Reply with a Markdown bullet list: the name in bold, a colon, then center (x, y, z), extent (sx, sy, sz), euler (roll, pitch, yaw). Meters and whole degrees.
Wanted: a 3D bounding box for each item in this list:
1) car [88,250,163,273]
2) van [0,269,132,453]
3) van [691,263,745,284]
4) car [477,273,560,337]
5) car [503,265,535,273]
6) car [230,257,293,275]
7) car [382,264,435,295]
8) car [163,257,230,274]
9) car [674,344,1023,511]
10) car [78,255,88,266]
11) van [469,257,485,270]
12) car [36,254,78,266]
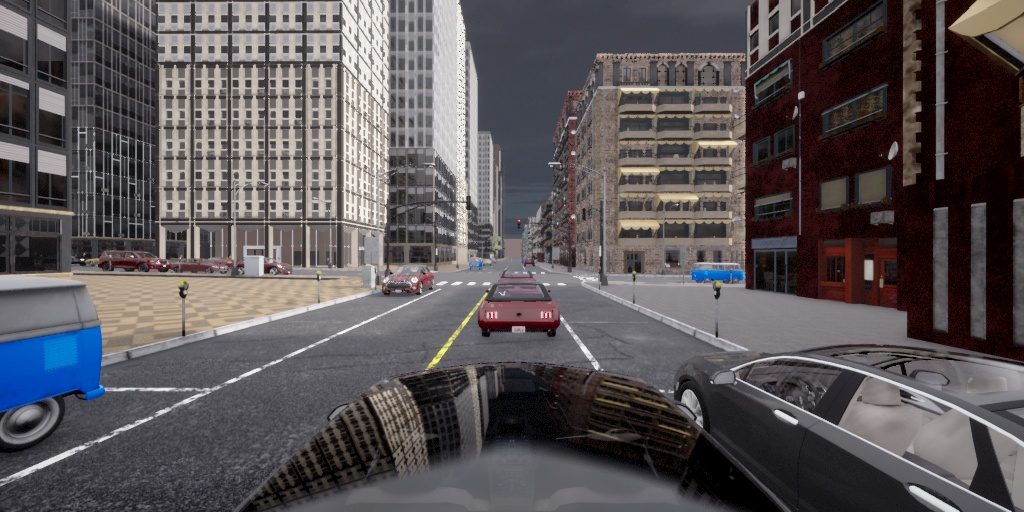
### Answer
- **car**: center (-32.036, 0.482, 30.463), extent (5.009, 1.841, 2.192), euler (0, 0, 0)
- **van**: center (-5.685, 1.091, 2.533), extent (1.690, 1.789, 3.998), euler (0, 0, 1)
- **van**: center (17.169, 1.456, 29.987), extent (3.998, 1.789, 1.690), euler (0, 0, 0)
- **car**: center (0.176, 1.351, 10.226), extent (1.895, 1.301, 4.718), euler (0, 0, 1)
- **car**: center (0.247, 1.352, 19.396), extent (1.895, 1.301, 4.718), euler (0, 0, 0)
- **car**: center (-20.888, 0.821, 30.386), extent (4.097, 1.591, 1.967), euler (0, 0, 0)
- **car**: center (-5.531, 1.191, 19.478), extent (1.967, 1.591, 4.097), euler (0, 0, 1)
- **car**: center (-26.462, 0.856, 30.424), extent (4.207, 1.307, 1.802), euler (0, 0, 0)
- **car**: center (2.695, 1.300, 2.455), extent (2.007, 1.370, 4.403), euler (0, 0, 1)
- **car**: center (-43.364, 0.465, 38.922), extent (4.829, 1.417, 1.751), euler (0, 0, 0)
- **van**: center (-5.233, 1.103, 51.950), extent (1.690, 1.789, 3.998), euler (0, 0, 1)
- **car**: center (-48.770, 0.398, 38.959), extent (4.313, 1.339, 1.948), euler (0, 0, 0)
